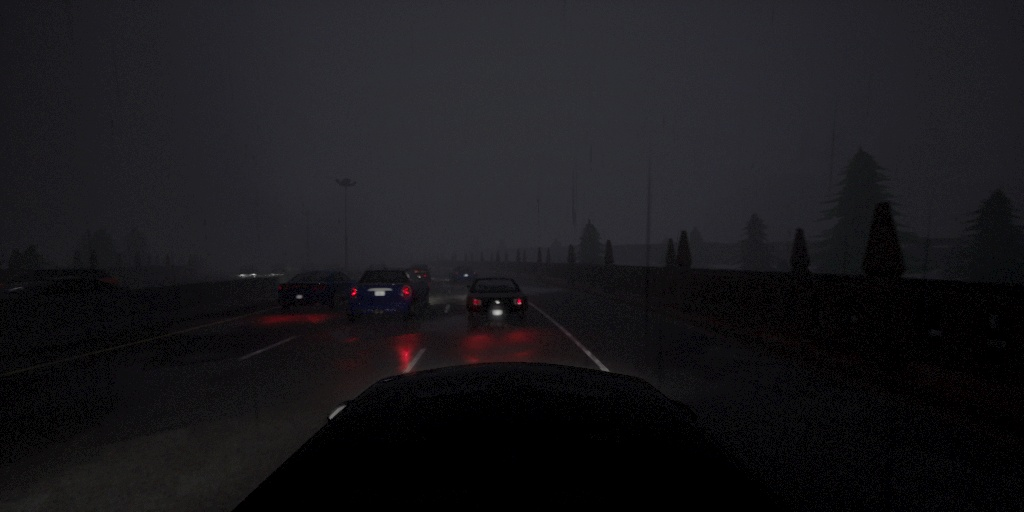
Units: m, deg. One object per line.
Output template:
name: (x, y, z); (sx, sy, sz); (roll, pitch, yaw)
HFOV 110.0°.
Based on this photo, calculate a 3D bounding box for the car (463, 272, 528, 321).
car: (-0.677, 1.413, 12.894); (1.895, 1.301, 4.718); (0, 0, -6)

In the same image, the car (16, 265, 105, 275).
car: (-18.775, 1.283, 14.521); (2.097, 1.767, 4.553); (0, 0, -9)

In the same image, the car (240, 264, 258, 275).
car: (-37.635, 1.913, 51.372); (1.994, 1.385, 4.181); (0, 0, -35)

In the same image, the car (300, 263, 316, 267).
car: (-29.631, 1.755, 52.143); (2.128, 1.511, 4.902); (0, 0, -33)

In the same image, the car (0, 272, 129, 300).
car: (-14.796, 1.411, 11.386); (1.812, 1.442, 4.674); (0, 0, -7)

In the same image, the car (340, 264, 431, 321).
car: (-4.304, 1.187, 13.153); (2.097, 1.767, 4.553); (0, 0, -6)

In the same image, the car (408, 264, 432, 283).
car: (-8.198, 1.466, 31.531); (1.837, 1.490, 4.892); (0, 0, -17)

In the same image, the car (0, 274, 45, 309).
car: (-22.273, 1.516, 14.394); (1.994, 1.385, 4.181); (0, 0, -9)

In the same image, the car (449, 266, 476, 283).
car: (-4.102, 1.486, 29.905); (1.994, 1.385, 4.181); (0, 0, -16)

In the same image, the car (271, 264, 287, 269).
car: (-34.265, 1.844, 52.685); (1.812, 1.442, 4.674); (0, 0, -35)

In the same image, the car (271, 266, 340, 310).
car: (-8.103, 1.348, 15.526); (1.882, 1.535, 5.008); (0, 0, -8)
